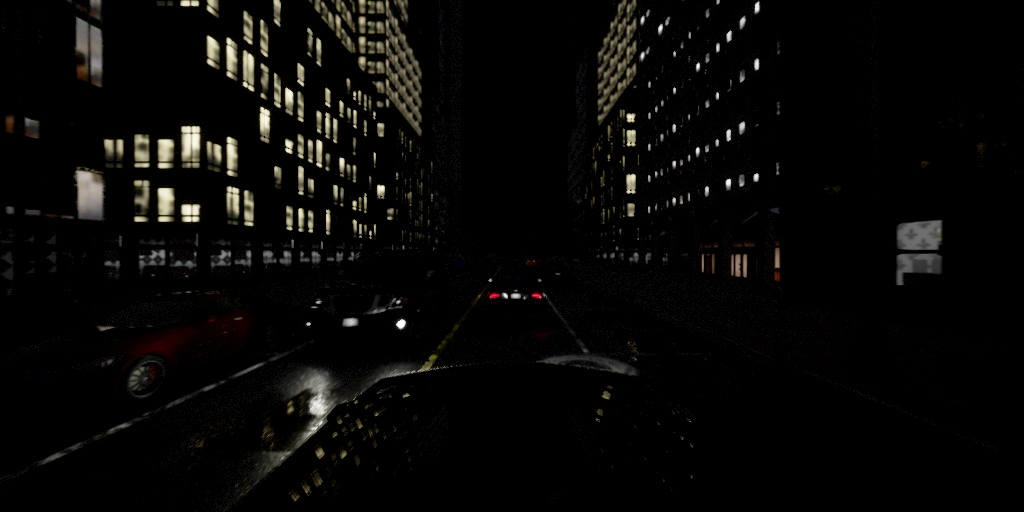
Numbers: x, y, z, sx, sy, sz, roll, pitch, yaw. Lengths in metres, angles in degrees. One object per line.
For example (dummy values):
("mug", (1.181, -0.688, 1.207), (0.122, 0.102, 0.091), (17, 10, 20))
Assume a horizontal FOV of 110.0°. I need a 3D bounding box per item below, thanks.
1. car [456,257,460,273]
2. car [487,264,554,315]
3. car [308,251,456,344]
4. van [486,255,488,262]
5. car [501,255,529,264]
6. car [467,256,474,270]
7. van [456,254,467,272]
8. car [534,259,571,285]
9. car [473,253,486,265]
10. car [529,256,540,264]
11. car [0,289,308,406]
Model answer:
("car", (-5.672, 0.976, 28.964), (1.888, 1.381, 4.507), (0, 0, 0))
("car", (0.108, 1.169, 12.820), (2.033, 1.411, 5.357), (0, 1, 0))
("car", (-3.093, 0.879, 9.623), (2.150, 2.045, 5.566), (0, 1, 0))
("van", (-5.648, 0.362, 63.116), (1.690, 1.789, 3.998), (0, 0, 0))
("car", (0.120, 0.896, 31.379), (2.128, 1.511, 4.902), (0, 1, 0))
("car", (-5.664, 0.878, 40.348), (1.802, 1.307, 4.207), (0, 0, 0))
("van", (-5.668, 0.705, 34.657), (1.690, 1.789, 3.998), (0, 0, 0))
("car", (2.705, 1.066, 23.254), (1.948, 1.339, 4.313), (0, 0, 0))
("car", (-5.652, 0.530, 57.423), (1.967, 1.591, 4.097), (0, 0, 0))
("car", (2.721, 0.670, 46.019), (1.967, 1.591, 4.097), (0, 0, 0))
("car", (-5.687, 1.279, 6.195), (1.802, 1.307, 4.207), (0, 0, 0))
